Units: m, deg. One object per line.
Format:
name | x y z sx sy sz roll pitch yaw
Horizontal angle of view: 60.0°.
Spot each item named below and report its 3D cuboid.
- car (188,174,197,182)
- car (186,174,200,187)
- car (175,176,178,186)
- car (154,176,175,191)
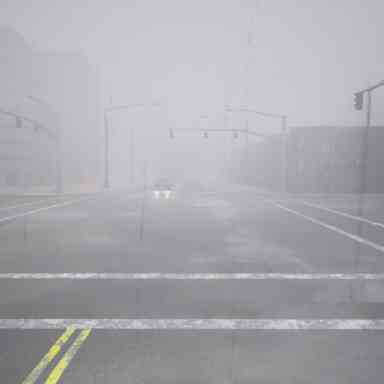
car | 0.109 -3.160 73.778 2.128 1.511 4.902 0 4 0
car | 0.181 -1.600 50.572 1.812 1.442 4.674 0 4 0
car | -3.525 -1.669 51.296 1.837 1.490 4.892 0 4 0
car | -3.542 -0.945 41.389 1.994 1.385 4.181 0 4 0
